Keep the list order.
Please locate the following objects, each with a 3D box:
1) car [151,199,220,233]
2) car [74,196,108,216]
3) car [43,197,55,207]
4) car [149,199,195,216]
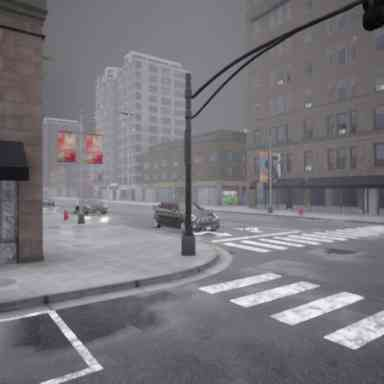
[{"bbox_3d":[-0.430,1.324,19.338,2.097,1.767,4.553,0,0,-36],"label":"car"},{"bbox_3d":[-9.939,1.298,32.504,2.097,1.767,4.553,0,0,-36],"label":"car"},{"bbox_3d":[-21.364,1.451,48.478,1.837,1.490,4.892,0,0,-36],"label":"car"},{"bbox_3d":[-2.078,1.486,33.076,2.033,1.411,5.357,0,0,-36],"label":"car"}]
